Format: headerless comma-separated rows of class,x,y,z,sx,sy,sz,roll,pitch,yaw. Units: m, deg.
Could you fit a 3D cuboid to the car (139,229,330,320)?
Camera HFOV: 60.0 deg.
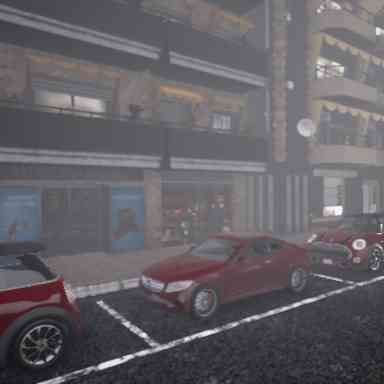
car,0.910,1.565,7.215,4.206,1.307,1.802,0,0,-36

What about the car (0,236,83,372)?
car,-3.590,1.443,4.005,4.097,1.590,1.967,0,0,-36

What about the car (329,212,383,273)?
car,5.407,1.403,10.426,4.097,1.590,1.967,0,0,-36
